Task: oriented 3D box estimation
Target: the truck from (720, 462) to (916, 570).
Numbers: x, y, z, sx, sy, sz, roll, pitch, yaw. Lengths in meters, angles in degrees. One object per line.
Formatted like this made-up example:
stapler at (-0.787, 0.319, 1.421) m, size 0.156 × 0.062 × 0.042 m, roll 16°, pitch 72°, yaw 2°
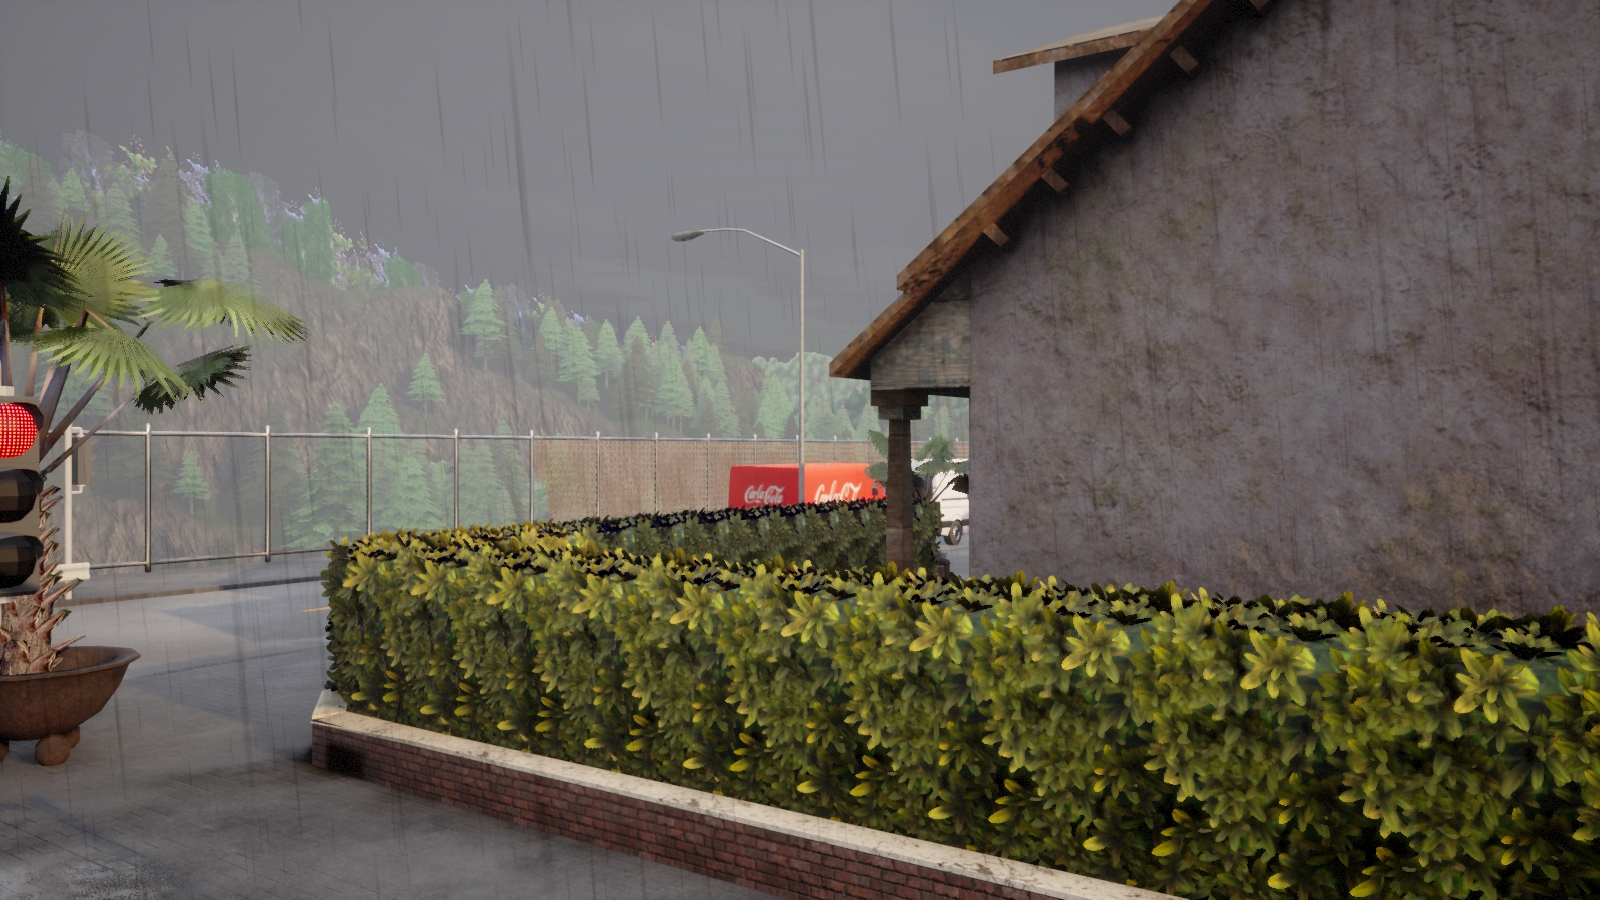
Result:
truck at (0.584, 1.568, 29.600) m, size 2.627 × 2.467 × 5.204 m, roll 0°, pitch 0°, yaw 35°
